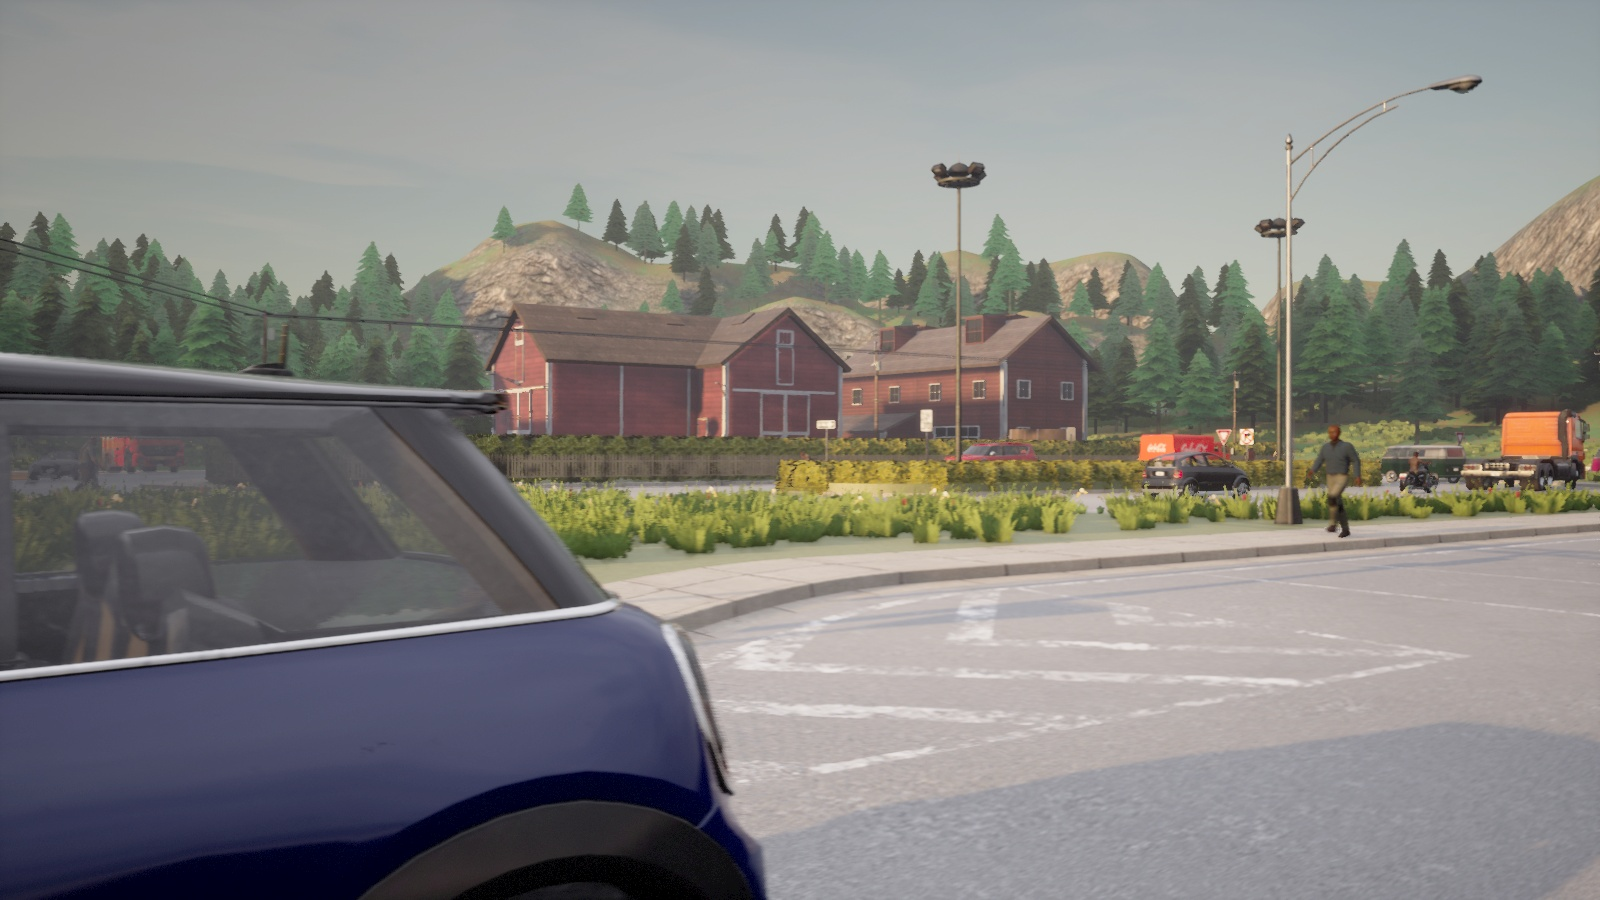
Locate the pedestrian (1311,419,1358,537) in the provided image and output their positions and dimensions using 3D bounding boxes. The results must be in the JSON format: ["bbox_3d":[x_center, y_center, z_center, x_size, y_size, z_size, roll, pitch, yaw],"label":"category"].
[{"bbox_3d":[8.458,0.432,19.866,0.726,1.835,0.370,0,0,-36],"label":"pedestrian"}]

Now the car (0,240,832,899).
[{"bbox_3d":[-2.403,0.613,1.976,4.553,1.767,2.097,0,0,-35],"label":"car"}]

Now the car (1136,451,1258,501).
[{"bbox_3d":[12.709,0.797,40.175,3.705,1.549,1.789,0,0,-33],"label":"car"}]

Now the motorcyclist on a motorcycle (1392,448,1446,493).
[{"bbox_3d":[23.497,0.764,47.657,2.350,1.649,0.766,0,0,-35],"label":"motorcyclist on a motorcycle"}]

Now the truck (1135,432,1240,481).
[{"bbox_3d":[20.586,0.363,66.620,5.204,2.467,2.627,2,-1,-35],"label":"truck"}]

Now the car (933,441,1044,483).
[{"bbox_3d":[9.520,0.602,63.264,5.566,2.045,2.150,0,0,-34],"label":"car"}]

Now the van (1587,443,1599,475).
[{"bbox_3d":[51.210,0.581,77.242,1.775,1.987,4.442,0,0,-34],"label":"van"}]

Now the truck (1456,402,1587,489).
[{"bbox_3d":[30.869,-0.169,53.540,2.891,3.462,7.936,0,0,45],"label":"truck"}]

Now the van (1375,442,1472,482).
[{"bbox_3d":[32.069,0.590,64.723,1.775,1.987,4.442,0,0,-21],"label":"van"}]
